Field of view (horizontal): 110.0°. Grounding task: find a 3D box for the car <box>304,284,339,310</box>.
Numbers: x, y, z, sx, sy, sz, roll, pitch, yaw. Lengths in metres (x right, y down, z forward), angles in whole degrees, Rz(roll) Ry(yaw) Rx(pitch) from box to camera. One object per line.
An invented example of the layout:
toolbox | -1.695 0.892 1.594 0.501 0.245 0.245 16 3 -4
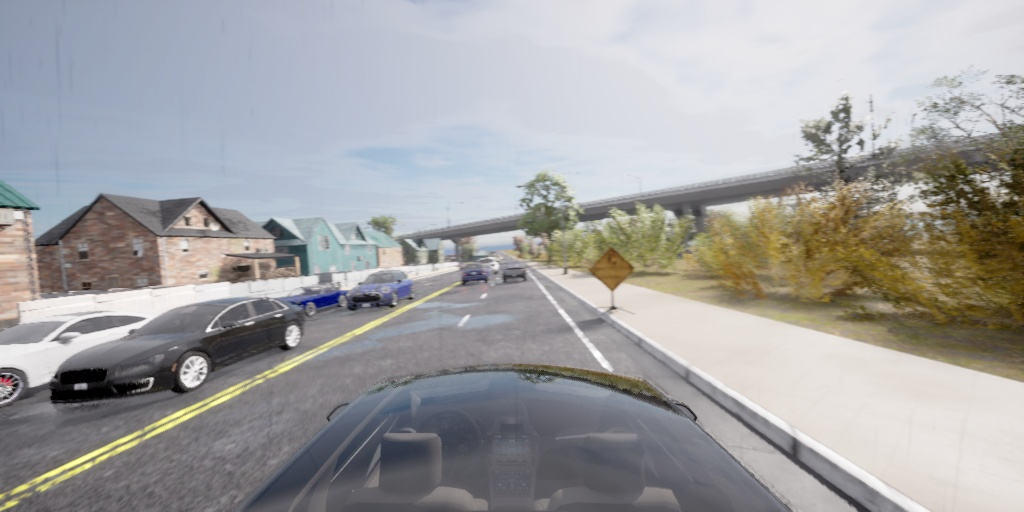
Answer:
car | -9.733 2.094 17.317 1.895 1.301 4.718 -4 0 1

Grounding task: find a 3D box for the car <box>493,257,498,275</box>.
car | -2.818 1.233 43.344 2.150 2.045 5.566 -4 0 1

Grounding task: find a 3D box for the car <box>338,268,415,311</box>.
car | -6.496 1.602 18.143 2.097 1.767 4.553 -4 0 0

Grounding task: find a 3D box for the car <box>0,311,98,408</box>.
car | -9.845 2.019 7.839 1.812 1.442 4.674 -4 0 1

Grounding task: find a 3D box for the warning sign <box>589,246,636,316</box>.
warning sign | 2.879 0.654 10.214 1.300 1.860 1.060 0 0 1

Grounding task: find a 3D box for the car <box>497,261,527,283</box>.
car | 0.215 1.250 29.033 2.128 1.511 4.902 -4 0 1

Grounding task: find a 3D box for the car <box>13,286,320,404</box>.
car | -6.610 1.755 7.929 1.837 1.490 4.892 -4 0 1

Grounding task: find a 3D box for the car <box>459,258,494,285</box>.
car | -2.936 1.348 30.000 2.097 1.767 4.553 -4 0 0
